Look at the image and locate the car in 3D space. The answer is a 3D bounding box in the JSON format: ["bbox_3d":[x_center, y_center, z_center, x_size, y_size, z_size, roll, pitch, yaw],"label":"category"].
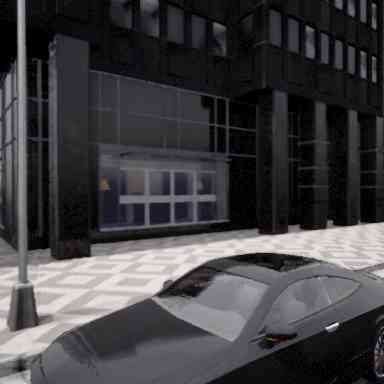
[{"bbox_3d":[0.676,1.516,3.860,4.674,1.442,1.812,0,0,-35],"label":"car"}]
